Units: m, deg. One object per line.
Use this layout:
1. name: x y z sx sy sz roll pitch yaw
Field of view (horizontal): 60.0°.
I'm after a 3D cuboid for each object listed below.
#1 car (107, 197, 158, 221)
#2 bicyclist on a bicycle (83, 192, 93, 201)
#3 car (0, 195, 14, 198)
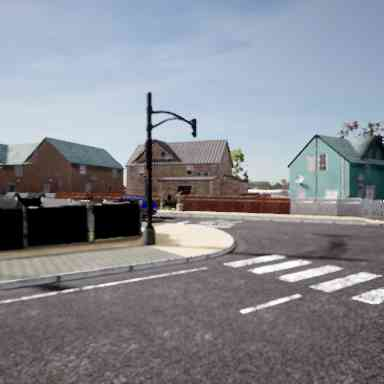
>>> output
1. car: -4.917 1.213 21.745 4.718 1.301 1.895 1 0 20
2. bicyclist on a bicycle: -9.142 0.794 29.426 0.582 1.620 1.656 1 1 19
3. car: -14.454 0.945 25.061 4.902 1.511 2.128 1 0 19
